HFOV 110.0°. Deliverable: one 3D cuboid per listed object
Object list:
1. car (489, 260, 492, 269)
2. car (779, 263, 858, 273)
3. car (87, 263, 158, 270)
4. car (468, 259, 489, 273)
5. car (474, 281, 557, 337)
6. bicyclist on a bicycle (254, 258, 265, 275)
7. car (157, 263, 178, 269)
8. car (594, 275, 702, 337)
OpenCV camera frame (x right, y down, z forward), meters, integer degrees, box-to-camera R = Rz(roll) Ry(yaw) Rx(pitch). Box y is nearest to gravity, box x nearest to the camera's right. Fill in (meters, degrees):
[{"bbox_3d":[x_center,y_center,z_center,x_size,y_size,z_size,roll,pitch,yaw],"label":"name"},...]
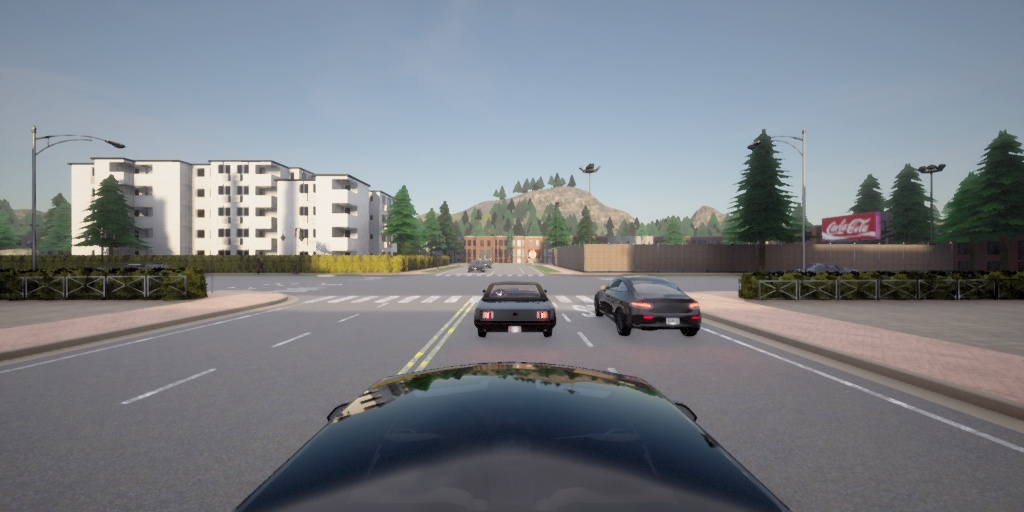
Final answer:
[{"bbox_3d":[-4.217,1.224,55.979,2.128,1.511,4.902,0,0,0],"label":"car"},{"bbox_3d":[24.225,1.297,28.437,5.357,1.411,2.033,0,0,0],"label":"car"},{"bbox_3d":[-24.375,1.313,21.414,4.181,1.385,1.994,0,0,0],"label":"car"},{"bbox_3d":[-4.227,1.237,43.403,1.837,1.490,4.892,0,0,0],"label":"car"},{"bbox_3d":[0.079,1.351,10.231,1.895,1.301,4.718,0,0,0],"label":"car"},{"bbox_3d":[-25.273,1.050,35.896,0.582,1.620,1.656,0,0,0],"label":"bicyclist on a bicycle"},{"bbox_3d":[-24.898,1.241,24.912,4.902,1.511,2.128,0,0,0],"label":"car"},{"bbox_3d":[3.623,1.276,10.232,1.812,1.442,4.674,0,0,2],"label":"car"}]
